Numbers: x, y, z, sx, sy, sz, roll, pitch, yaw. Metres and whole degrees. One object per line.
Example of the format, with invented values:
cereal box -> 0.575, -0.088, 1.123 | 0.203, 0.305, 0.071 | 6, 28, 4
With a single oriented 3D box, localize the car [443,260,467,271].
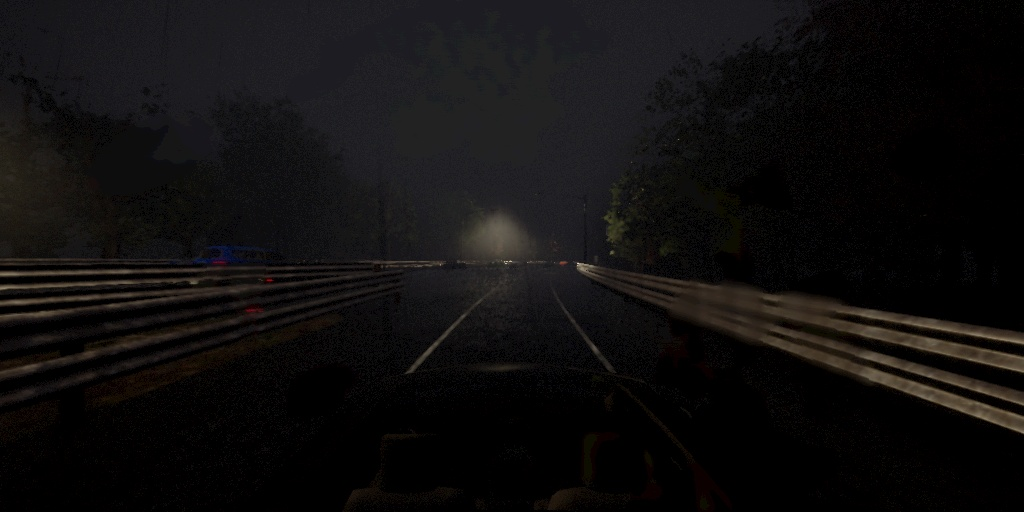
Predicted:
car -> -7.980, 1.311, 50.675 | 2.128, 1.511, 4.902 | 0, -1, 17

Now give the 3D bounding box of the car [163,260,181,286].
car -> -17.066, 0.841, 20.348 | 1.882, 1.535, 5.008 | 0, -1, 17

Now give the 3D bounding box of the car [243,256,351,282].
car -> -10.395, 0.919, 18.225 | 1.837, 1.490, 4.892 | 0, -1, 17

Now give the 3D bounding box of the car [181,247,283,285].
car -> -13.714, 0.610, 19.325 | 2.150, 2.045, 5.566 | 0, -1, 17
